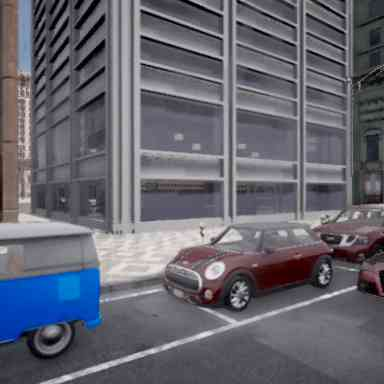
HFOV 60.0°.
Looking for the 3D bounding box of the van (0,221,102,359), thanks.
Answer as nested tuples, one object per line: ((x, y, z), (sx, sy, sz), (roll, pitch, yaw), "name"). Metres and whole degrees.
((-3.222, 1.340, 4.355), (3.998, 1.788, 1.690), (0, 0, -36), "van")

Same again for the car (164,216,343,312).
((1.359, 1.451, 7.639), (4.097, 1.590, 1.967), (0, 0, -36), "car")

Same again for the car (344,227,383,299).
((5.482, 1.582, 7.316), (4.181, 1.385, 1.994), (0, 0, -36), "car")

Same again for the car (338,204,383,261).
((5.940, 1.338, 10.924), (5.009, 1.841, 2.192), (0, 0, -36), "car")
